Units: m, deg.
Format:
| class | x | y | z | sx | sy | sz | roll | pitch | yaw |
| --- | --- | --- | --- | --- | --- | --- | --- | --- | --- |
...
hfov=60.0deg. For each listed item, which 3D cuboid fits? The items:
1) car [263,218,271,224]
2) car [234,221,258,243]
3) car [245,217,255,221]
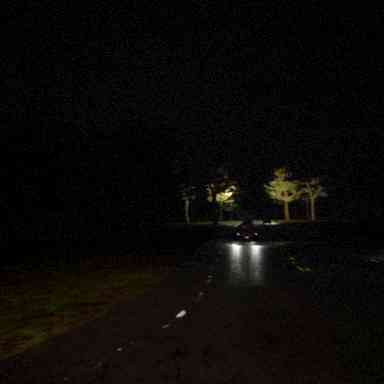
| class | x | y | z | sx | sy | sz | roll | pitch | yaw |
| --- | --- | --- | --- | --- | --- | --- | --- | --- | --- |
| car | 18.823 | 7.331 | 83.681 | 2.033 | 1.411 | 5.357 | -1 | -4 | 7 |
| car | 4.528 | 3.398 | 27.946 | 1.812 | 1.442 | 4.674 | -1 | -4 | 7 |
| car | 11.939 | 6.500 | 70.554 | 1.994 | 1.385 | 4.181 | -2 | -4 | 15 |
